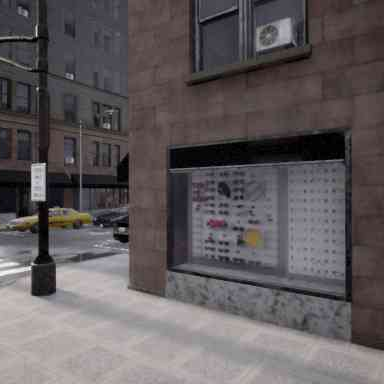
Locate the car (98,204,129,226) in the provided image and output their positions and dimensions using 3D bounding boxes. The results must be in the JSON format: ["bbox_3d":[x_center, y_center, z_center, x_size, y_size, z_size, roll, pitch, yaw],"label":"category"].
[{"bbox_3d":[-3.764,1.569,21.651,2.033,1.411,5.357,0,0,35],"label":"car"}]

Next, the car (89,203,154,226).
[{"bbox_3d":[-5.021,1.583,24.260,2.008,1.369,4.403,0,0,35],"label":"car"}]

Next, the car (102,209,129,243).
[{"bbox_3d":[-1.633,1.560,15.187,1.947,1.339,4.313,0,0,35],"label":"car"}]

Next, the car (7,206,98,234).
[{"bbox_3d":[-8.261,1.554,19.713,1.752,1.417,4.829,0,0,35],"label":"car"}]
